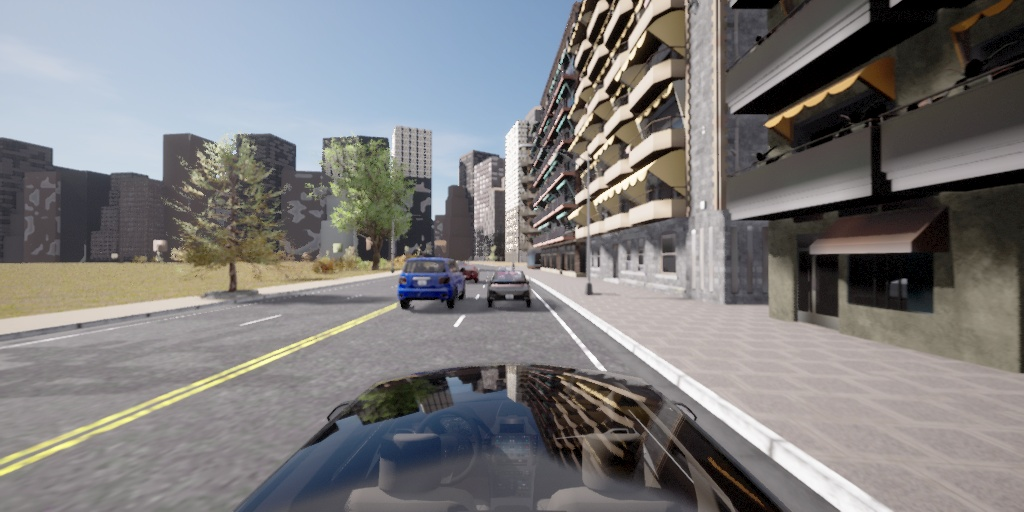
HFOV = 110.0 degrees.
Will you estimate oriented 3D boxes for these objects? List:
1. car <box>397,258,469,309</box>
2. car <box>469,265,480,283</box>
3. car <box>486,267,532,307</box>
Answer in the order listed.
[{"bbox_3d":[-3.382,1.100,15.960,2.150,2.045,5.566,0,0,-1],"label":"car"},{"bbox_3d":[-3.873,1.507,31.446,1.882,1.535,5.008,0,0,-2],"label":"car"},{"bbox_3d":[-0.136,1.378,16.298,2.128,1.511,4.902,0,0,-1],"label":"car"}]
